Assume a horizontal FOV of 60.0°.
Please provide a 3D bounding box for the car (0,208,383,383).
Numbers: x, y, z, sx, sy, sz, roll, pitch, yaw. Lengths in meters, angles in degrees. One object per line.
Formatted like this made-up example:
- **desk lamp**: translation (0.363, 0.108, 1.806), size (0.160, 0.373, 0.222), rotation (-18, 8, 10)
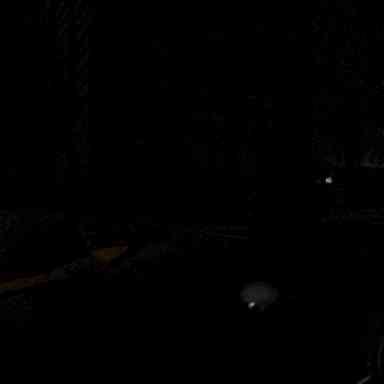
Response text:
- **car**: translation (0.484, 1.244, 3.725), size (5.566, 2.045, 2.150), rotation (1, 0, -35)

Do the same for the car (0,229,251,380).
- **car**: translation (-1.350, 1.545, 5.690), size (4.829, 1.417, 1.752), rotation (1, -1, -35)

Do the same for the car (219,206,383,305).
- **car**: translation (3.382, 1.389, 9.065), size (5.009, 1.841, 2.192), rotation (1, -1, -35)
